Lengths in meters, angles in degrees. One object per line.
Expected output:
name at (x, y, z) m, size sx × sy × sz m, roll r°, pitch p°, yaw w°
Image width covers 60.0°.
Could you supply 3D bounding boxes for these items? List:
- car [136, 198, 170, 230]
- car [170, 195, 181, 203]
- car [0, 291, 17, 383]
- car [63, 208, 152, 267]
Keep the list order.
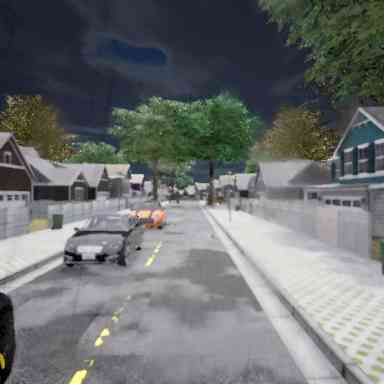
car at (-2.820, 1.404, 21.657) m, size 2.097 × 1.767 × 4.553 m, roll 0°, pitch 0°, yaw 0°
car at (-2.787, 1.272, 52.990) m, size 1.837 × 1.490 × 4.892 m, roll 0°, pitch 0°, yaw 0°
car at (-2.848, 1.482, 1.572) m, size 1.882 × 1.535 × 5.008 m, roll 0°, pitch 0°, yaw 0°
car at (-2.850, 1.518, 11.616) m, size 2.128 × 1.511 × 4.902 m, roll 0°, pitch 0°, yaw 0°
